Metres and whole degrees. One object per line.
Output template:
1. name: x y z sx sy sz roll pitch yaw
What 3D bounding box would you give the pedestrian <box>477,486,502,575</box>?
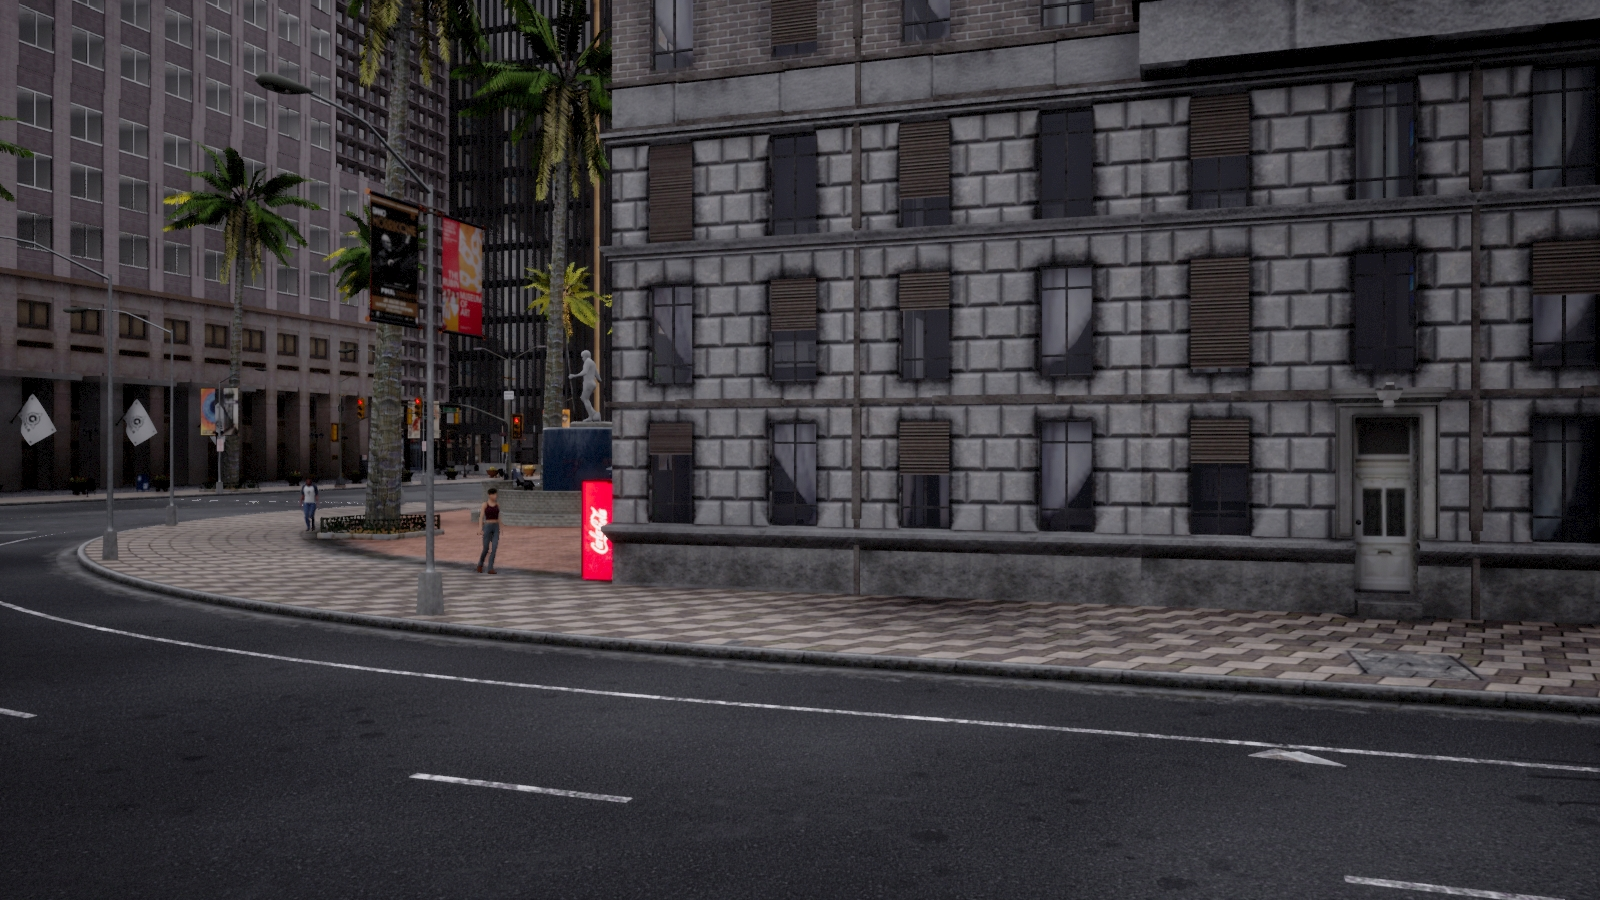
1. pedestrian: -6.592 1.696 24.255 0.375 1.860 0.375 0 0 -43

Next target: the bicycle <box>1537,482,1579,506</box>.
1. bicycle: 38.720 2.246 58.369 0.329 1.171 1.835 7 -4 -27

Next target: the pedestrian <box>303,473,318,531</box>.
1. pedestrian: -15.863 1.696 37.034 0.375 1.860 0.375 0 0 -10
